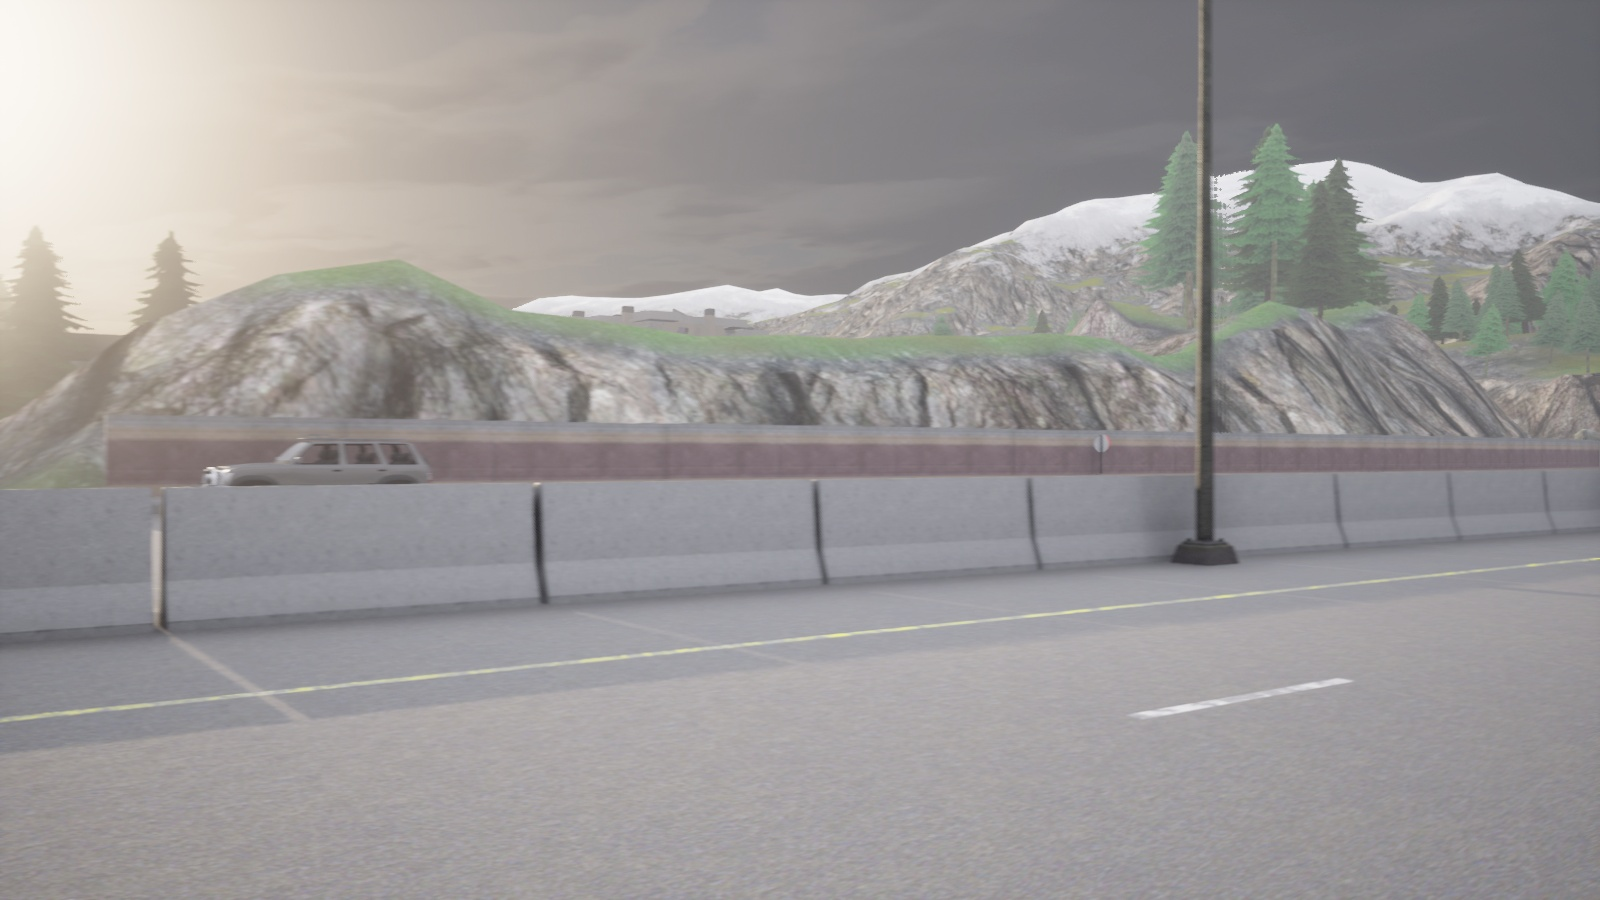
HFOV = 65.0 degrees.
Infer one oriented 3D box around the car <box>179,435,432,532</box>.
[{"bbox_3d":[-10.311,0.648,26.335,4.605,1.855,1.932,0,0,-35],"label":"car"}]
